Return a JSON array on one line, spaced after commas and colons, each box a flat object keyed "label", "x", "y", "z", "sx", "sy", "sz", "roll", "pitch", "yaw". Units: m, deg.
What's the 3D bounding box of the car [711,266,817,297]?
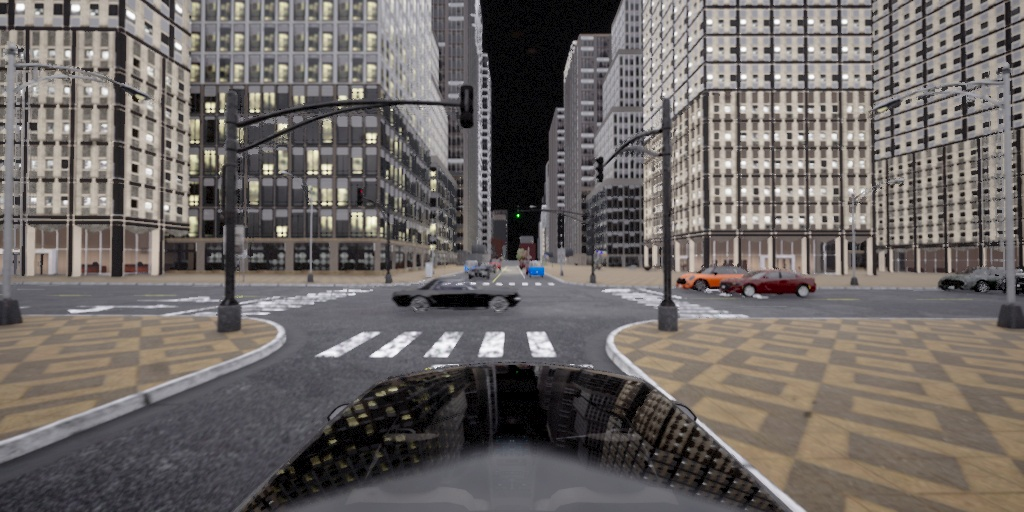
[{"label": "car", "x": 14.754, "y": 1.545, "z": 20.841, "sx": 5.008, "sy": 1.535, "sz": 1.882, "roll": 0, "pitch": -1, "yaw": -1}]

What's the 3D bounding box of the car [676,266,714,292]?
[{"label": "car", "x": 13.517, "y": 1.460, "z": 24.069, "sx": 4.553, "sy": 1.767, "sz": 2.097, "roll": 1, "pitch": -1, "yaw": -1}]

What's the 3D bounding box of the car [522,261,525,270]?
[{"label": "car", "x": 2.591, "y": 1.732, "z": 45.421, "sx": 1.888, "sy": 1.381, "sz": 4.507, "roll": 0, "pitch": 0, "yaw": 0}]

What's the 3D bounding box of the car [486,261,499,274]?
[{"label": "car", "x": -3.205, "y": 1.786, "z": 49.127, "sx": 1.994, "sy": 1.385, "sz": 4.181, "roll": 0, "pitch": 0, "yaw": 0}]

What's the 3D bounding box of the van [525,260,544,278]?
[{"label": "van", "x": 2.663, "y": 1.473, "z": 39.883, "sx": 1.690, "sy": 1.789, "sz": 3.998, "roll": 0, "pitch": 0, "yaw": 0}]

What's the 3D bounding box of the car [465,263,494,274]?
[{"label": "car", "x": -3.248, "y": 1.661, "z": 36.449, "sx": 1.994, "sy": 1.385, "sz": 4.181, "roll": 0, "pitch": -1, "yaw": 0}]

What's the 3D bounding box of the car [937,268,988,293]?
[{"label": "car", "x": 32.155, "y": 1.584, "z": 24.480, "sx": 4.553, "sy": 1.767, "sz": 2.097, "roll": 1, "pitch": -1, "yaw": -1}]

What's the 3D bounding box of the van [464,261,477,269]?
[{"label": "van", "x": -5.794, "y": 1.583, "z": 50.984, "sx": 1.690, "sy": 1.789, "sz": 3.998, "roll": 0, "pitch": 0, "yaw": 0}]

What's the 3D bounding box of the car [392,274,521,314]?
[{"label": "car", "x": -2.022, "y": 1.479, "z": 13.880, "sx": 4.718, "sy": 1.301, "sz": 1.895, "roll": 0, "pitch": -1, "yaw": -1}]

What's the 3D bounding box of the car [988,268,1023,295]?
[{"label": "car", "x": 32.526, "y": 1.407, "z": 21.234, "sx": 5.566, "sy": 2.045, "sz": 2.150, "roll": 0, "pitch": -1, "yaw": -1}]

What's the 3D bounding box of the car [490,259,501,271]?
[{"label": "car", "x": -3.097, "y": 1.603, "z": 65.142, "sx": 2.150, "sy": 2.045, "sz": 5.566, "roll": 0, "pitch": 0, "yaw": 1}]
